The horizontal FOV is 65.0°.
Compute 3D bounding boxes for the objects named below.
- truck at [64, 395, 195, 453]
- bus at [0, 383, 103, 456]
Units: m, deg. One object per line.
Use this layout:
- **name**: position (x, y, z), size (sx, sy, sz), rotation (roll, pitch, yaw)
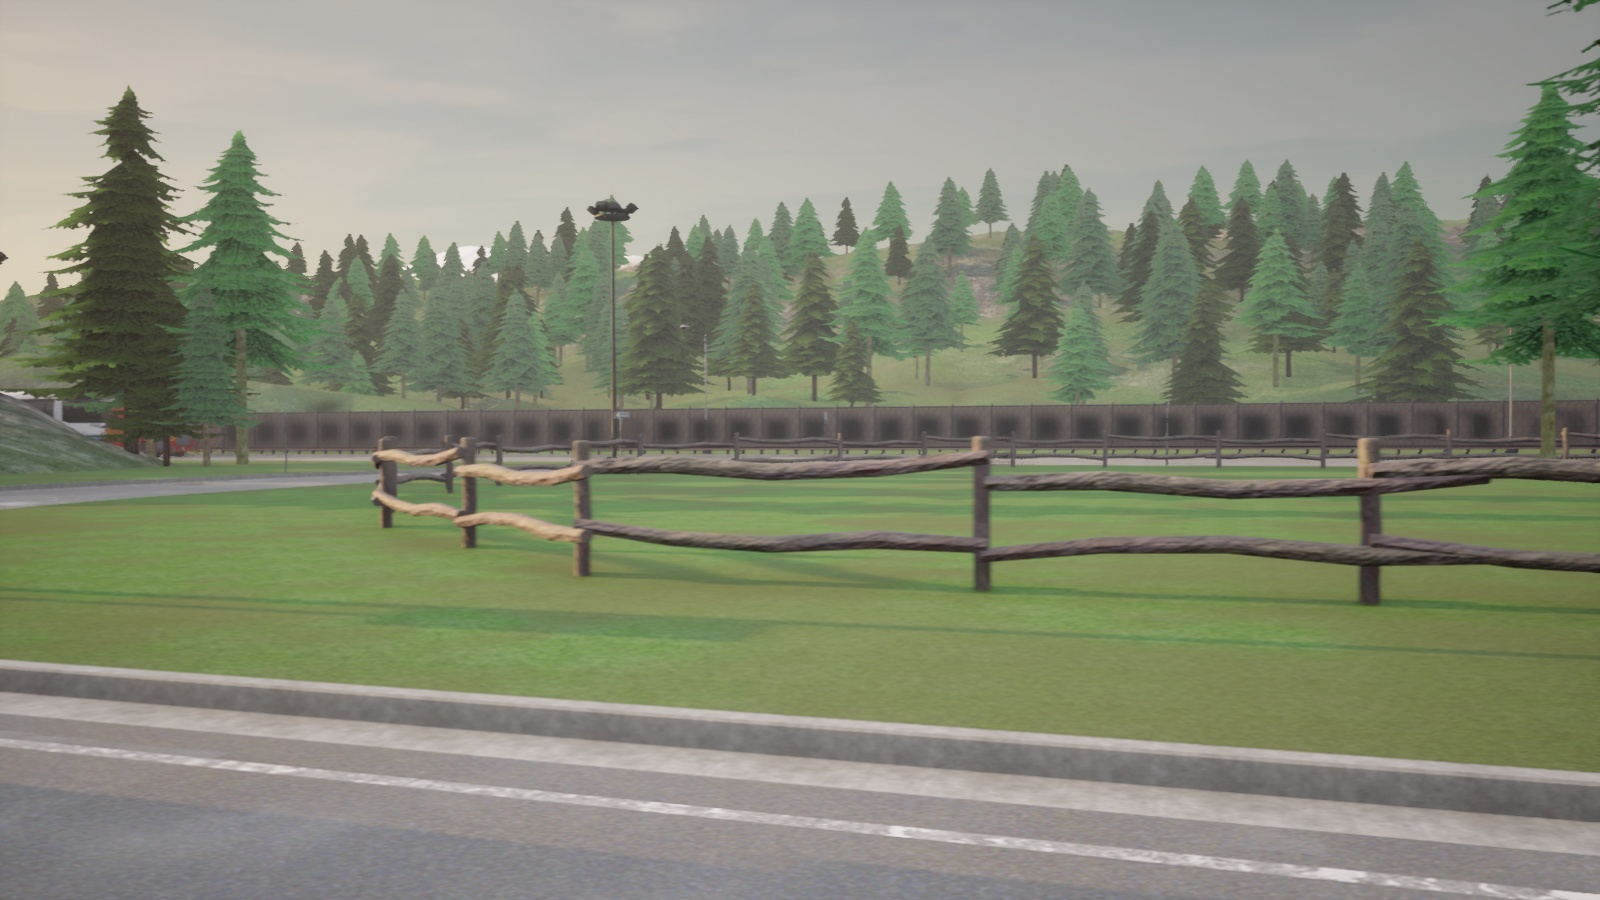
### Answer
- **truck**: position (-46.123, -1.772, 86.420), size (8.468, 3.827, 2.891), rotation (0, 1, 18)
- **bus**: position (-47.777, -1.825, 75.903), size (10.273, 4.253, 3.944), rotation (0, 1, 18)
